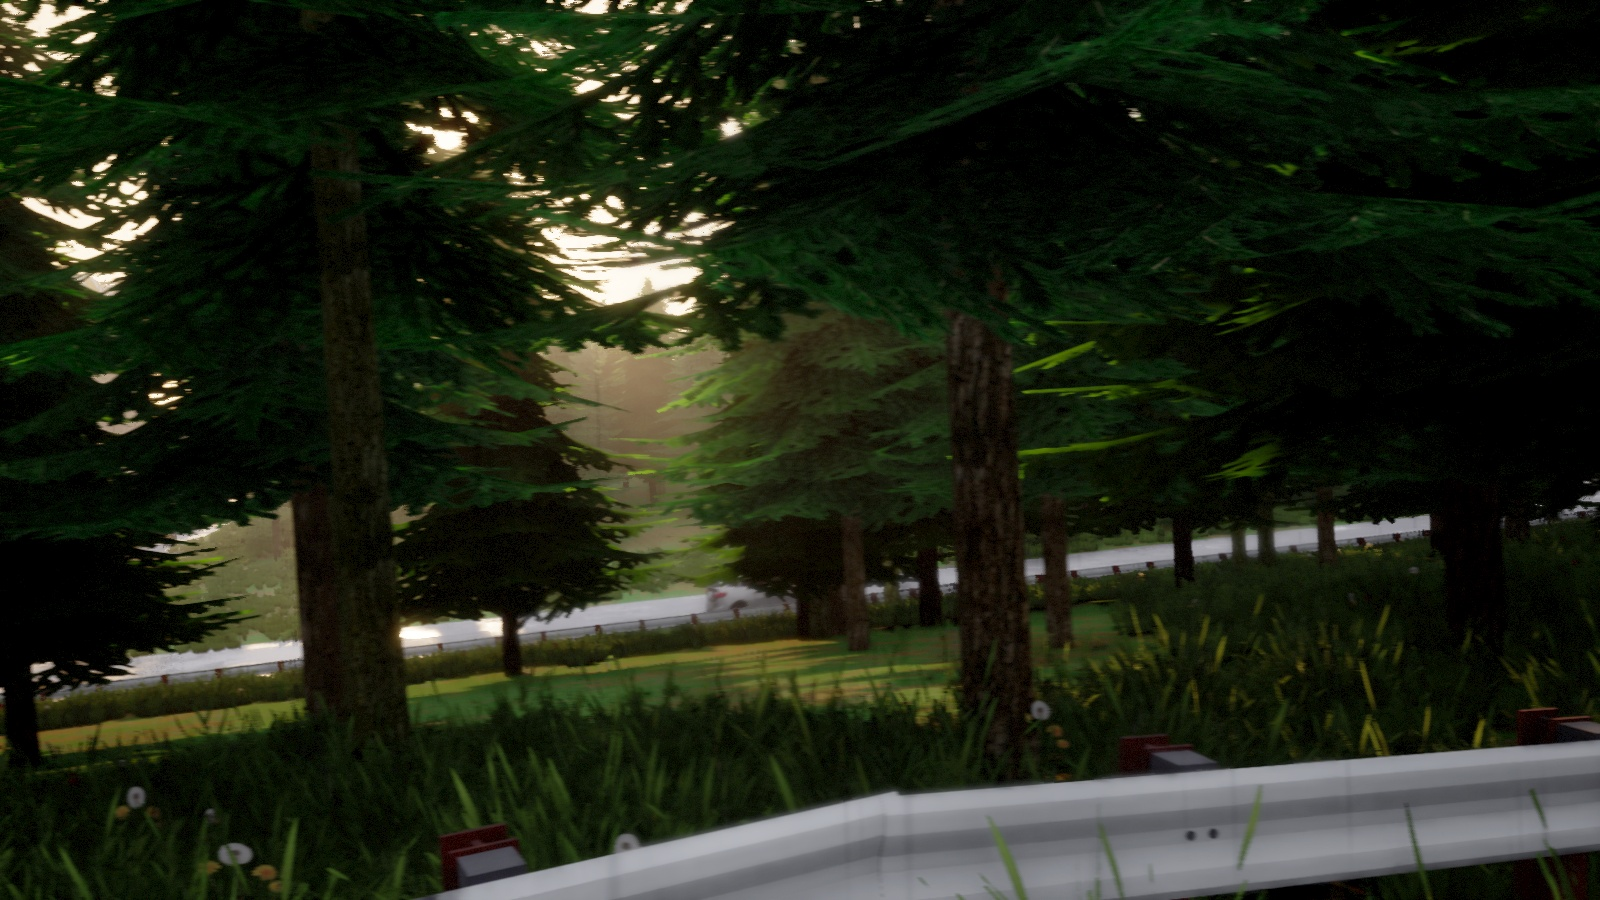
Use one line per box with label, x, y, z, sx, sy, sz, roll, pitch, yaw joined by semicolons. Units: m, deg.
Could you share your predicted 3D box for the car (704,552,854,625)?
car;-0.742;4.721;43.130;4.611;1.667;2.242;-6;3;-17
